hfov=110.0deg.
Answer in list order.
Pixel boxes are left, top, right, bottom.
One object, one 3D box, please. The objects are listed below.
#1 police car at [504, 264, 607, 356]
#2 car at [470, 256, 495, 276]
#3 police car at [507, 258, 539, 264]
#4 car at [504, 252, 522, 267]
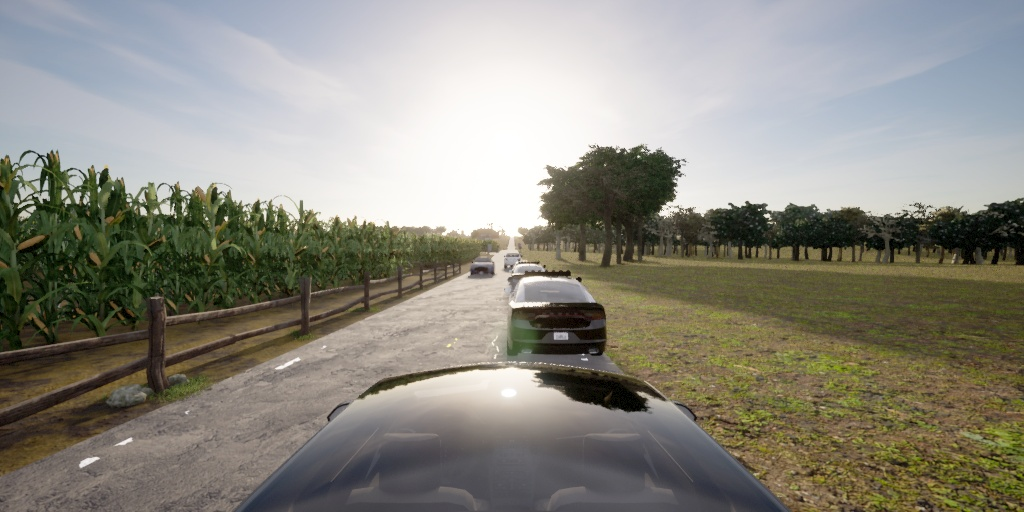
[{"bbox_3d":[0.843,1.154,8.715,1.930,1.638,5.238,0,0,0],"label":"police car"},{"bbox_3d":[-2.674,0.864,33.381,2.097,1.767,4.553,0,1,0],"label":"car"},{"bbox_3d":[0.866,1.089,18.716,1.930,1.638,5.238,0,0,0],"label":"police car"},{"bbox_3d":[0.131,0.525,46.113,2.150,2.045,5.566,0,1,1],"label":"car"}]
